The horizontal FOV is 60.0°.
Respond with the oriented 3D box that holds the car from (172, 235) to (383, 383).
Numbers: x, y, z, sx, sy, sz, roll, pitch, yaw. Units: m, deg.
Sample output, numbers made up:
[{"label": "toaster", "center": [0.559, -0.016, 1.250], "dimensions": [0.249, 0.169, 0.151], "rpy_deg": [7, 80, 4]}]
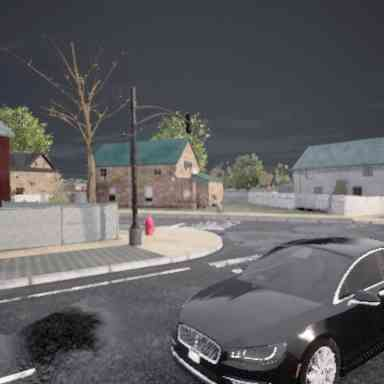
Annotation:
[{"label": "car", "center": [1.992, 1.494, 5.001], "dimensions": [4.892, 1.490, 1.837], "rpy_deg": [-1, 0, -36]}]
